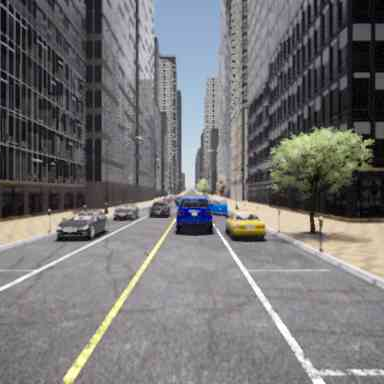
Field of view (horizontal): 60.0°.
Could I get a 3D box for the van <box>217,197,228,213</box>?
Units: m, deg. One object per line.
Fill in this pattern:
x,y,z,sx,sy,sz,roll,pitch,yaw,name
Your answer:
2.765,1.476,34.637,1.690,1.788,3.998,0,0,0,van

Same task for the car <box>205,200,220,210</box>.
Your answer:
2.791,1.751,46.031,1.802,1.307,4.206,0,0,0,car

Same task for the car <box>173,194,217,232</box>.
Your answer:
0.148,1.312,21.066,2.150,2.045,5.566,0,0,0,car

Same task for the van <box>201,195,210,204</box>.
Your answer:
2.842,1.573,68.822,1.690,1.788,3.998,0,0,0,van

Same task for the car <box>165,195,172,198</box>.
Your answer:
-5.525,1.826,74.539,1.802,1.307,4.206,0,0,0,car

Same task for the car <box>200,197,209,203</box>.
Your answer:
2.855,1.788,74.519,1.887,1.381,4.507,0,0,0,car

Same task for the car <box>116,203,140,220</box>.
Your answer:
-5.628,1.667,28.959,2.008,1.369,4.403,0,0,0,car

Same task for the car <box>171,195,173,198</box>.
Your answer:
-2.840,1.665,72.427,1.882,1.535,5.008,0,0,0,car

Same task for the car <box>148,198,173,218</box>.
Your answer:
-3.026,1.631,32.011,1.837,1.490,4.892,0,0,0,car

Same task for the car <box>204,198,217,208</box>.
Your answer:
2.804,1.712,51.898,1.752,1.417,4.829,0,0,0,car

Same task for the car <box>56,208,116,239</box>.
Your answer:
-5.653,1.626,17.564,2.008,1.369,4.403,0,0,0,car

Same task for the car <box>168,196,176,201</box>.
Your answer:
-5.487,1.854,91.629,1.802,1.307,4.206,0,0,0,car

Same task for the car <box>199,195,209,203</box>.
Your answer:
2.868,1.567,80.216,2.192,1.841,5.009,0,0,0,car

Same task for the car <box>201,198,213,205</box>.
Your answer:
2.829,1.769,63.123,2.008,1.369,4.403,0,0,0,car

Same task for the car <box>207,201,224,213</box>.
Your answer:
2.778,1.734,40.334,1.802,1.307,4.206,0,0,0,car

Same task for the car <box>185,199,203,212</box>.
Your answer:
0.192,1.647,41.612,2.128,1.511,4.902,0,0,0,car

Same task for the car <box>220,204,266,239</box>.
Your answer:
2.728,1.600,17.715,1.752,1.417,4.829,0,0,0,car
